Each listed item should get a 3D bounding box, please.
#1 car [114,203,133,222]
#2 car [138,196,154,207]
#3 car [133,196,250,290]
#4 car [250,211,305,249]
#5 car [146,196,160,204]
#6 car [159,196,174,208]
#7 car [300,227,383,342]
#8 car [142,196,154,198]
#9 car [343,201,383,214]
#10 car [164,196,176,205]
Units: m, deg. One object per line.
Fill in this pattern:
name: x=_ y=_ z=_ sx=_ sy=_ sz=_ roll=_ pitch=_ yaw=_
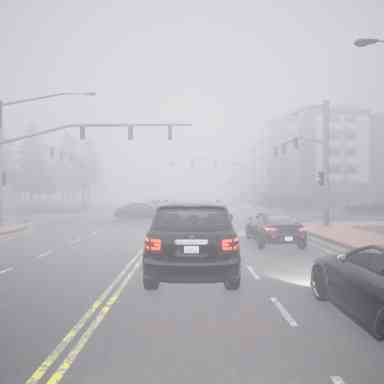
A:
car: x=-3.763 y=1.525 z=26.097 sx=4.674 sy=1.442 sz=1.812 roll=0 pitch=0 yaw=0
car: x=-7.348 y=1.477 z=53.045 sx=1.882 sy=1.535 sz=5.008 roll=0 pitch=0 yaw=-1
car: x=0.002 y=1.221 z=9.199 sx=2.150 sy=2.045 sz=5.566 roll=0 pitch=0 yaw=0
car: x=3.507 y=1.526 z=14.366 sx=1.812 sy=1.442 sz=4.674 roll=0 pitch=0 yaw=0
car: x=-7.382 y=1.491 z=63.314 sx=2.128 sy=1.511 sz=4.902 roll=0 pitch=0 yaw=0
car: x=-3.845 y=1.477 z=50.467 sx=1.882 sy=1.535 sz=5.008 roll=0 pitch=0 yaw=0
car: x=3.572 y=1.564 z=5.646 sx=1.994 sy=1.385 sz=4.181 roll=0 pitch=0 yaw=0
car: x=-3.585 y=1.477 z=34.615 sx=1.882 sy=1.535 sz=5.008 roll=1 pitch=1 yaw=44
car: x=18.066 y=1.601 z=34.068 sx=4.718 sy=1.301 sz=1.895 roll=0 pitch=0 yaw=-2
car: x=-3.881 y=1.477 z=59.883 sx=1.882 sy=1.535 sz=5.008 roll=0 pitch=0 yaw=0
